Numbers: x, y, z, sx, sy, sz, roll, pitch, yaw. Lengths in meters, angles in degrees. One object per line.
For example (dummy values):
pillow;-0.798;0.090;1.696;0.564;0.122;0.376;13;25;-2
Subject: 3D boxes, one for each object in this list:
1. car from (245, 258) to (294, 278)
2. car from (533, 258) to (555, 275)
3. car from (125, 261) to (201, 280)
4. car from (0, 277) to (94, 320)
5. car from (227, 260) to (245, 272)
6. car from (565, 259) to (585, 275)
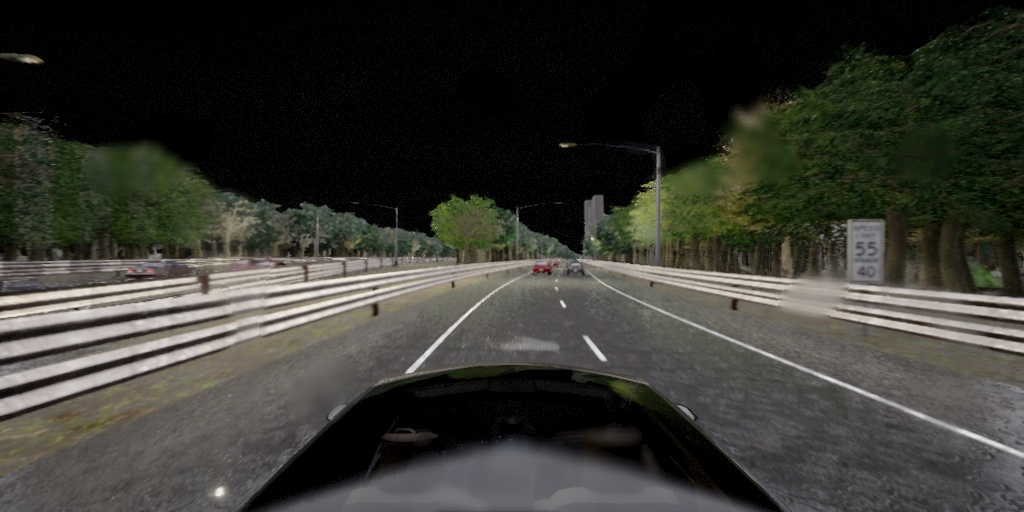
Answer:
car;-19.635;1.119;29.538;1.812;1.442;4.674;0;0;-13
car;3.416;1.267;39.531;1.882;1.535;5.008;0;0;9
car;-26.202;1.082;27.155;2.033;1.411;5.357;0;0;-13
car;-14.748;1.244;10.338;1.895;1.301;4.718;1;0;-16
car;-23.779;1.081;32.452;1.812;1.442;4.674;0;0;-13
car;6.965;1.339;39.604;1.812;1.442;4.674;0;0;9
